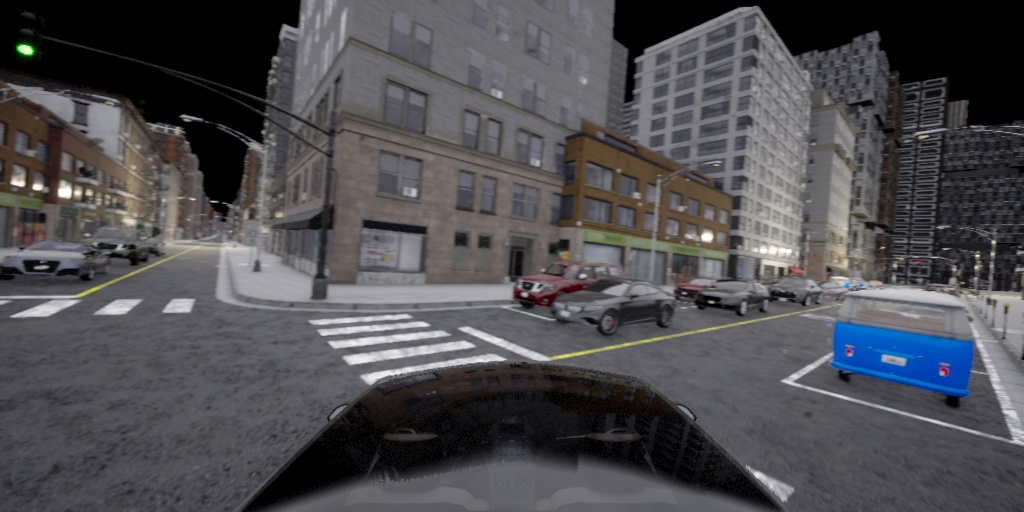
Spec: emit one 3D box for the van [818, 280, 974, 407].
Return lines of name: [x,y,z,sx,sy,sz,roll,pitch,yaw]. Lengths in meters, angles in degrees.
van: [7.675,1.567,7.096,3.998,1.789,1.690,0,0,-39]

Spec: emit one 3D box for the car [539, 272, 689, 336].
car: [3.262,1.407,11.031,4.674,1.442,1.812,4,1,-38]

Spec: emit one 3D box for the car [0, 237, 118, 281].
car: [-16.989,0.107,13.561,1.994,1.385,4.181,4,0,-39]

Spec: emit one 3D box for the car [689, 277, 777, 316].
car: [10.394,1.830,16.805,4.892,1.490,1.837,4,1,-39]

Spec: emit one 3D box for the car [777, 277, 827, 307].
car: [18.206,2.163,23.133,4.553,1.767,2.097,4,1,-39]

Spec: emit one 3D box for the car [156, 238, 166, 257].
car: [-29.161,-0.781,28.707,1.837,1.490,4.892,4,0,-39]

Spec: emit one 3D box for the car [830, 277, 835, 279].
car: [32.757,3.265,38.452,4.207,1.307,1.802,0,0,-39]

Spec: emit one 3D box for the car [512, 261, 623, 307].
car: [2.321,1.107,13.717,5.009,1.841,2.192,0,0,-39]

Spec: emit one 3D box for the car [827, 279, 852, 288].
car: [26.088,2.827,29.500,4.674,1.442,1.812,4,1,-39]

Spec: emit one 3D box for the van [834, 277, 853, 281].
van: [41.455,3.561,45.520,3.998,1.789,1.690,0,0,-39]

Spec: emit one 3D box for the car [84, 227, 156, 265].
car: [-22.831,-0.636,20.857,2.150,2.045,5.566,4,0,-39]

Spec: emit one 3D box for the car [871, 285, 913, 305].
car: [32.749,3.315,30.876,4.181,1.385,1.994,4,1,-38]
